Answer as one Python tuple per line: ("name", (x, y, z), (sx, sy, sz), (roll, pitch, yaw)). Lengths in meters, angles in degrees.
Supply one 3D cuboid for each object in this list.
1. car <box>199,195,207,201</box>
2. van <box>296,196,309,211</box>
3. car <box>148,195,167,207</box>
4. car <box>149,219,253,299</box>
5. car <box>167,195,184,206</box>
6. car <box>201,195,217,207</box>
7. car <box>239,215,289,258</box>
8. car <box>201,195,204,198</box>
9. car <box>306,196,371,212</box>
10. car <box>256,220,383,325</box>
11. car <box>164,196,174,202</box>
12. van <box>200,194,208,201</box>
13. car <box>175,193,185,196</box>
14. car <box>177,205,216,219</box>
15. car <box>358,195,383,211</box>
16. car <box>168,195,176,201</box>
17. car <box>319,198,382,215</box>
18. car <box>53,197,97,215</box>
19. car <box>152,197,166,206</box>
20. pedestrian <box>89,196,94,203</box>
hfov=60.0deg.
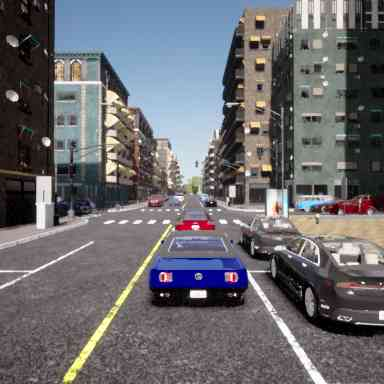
("car", (2.999, 1.582, 89.758), (1.887, 1.381, 4.507), (1, 0, 0))
("van", (13.888, 1.296, 37.544), (3.998, 1.788, 1.690), (0, 0, 1))
("car", (-5.507, 1.334, 50.829), (2.192, 1.841, 5.009), (1, 0, 0))
("car", (0.127, 1.603, 8.386), (1.895, 1.301, 4.718), (0, 0, 0))
("car", (-2.912, 1.567, 54.378), (2.033, 1.411, 5.357), (0, 0, 0))
("car", (2.869, 1.585, 50.761), (1.947, 1.339, 4.313), (1, 0, 0))
("car", (2.872, 1.555, 12.568), (2.008, 1.369, 4.403), (1, 0, 0))
("car", (2.888, 1.603, 56.332), (1.802, 1.307, 4.206), (1, 0, 0))
("car", (15.289, 1.453, 34.946), (5.357, 1.411, 2.033), (0, -1, 1))
("car", (2.854, 1.553, 6.998), (2.008, 1.369, 4.403), (1, 0, 0))
("car", (-5.418, 1.597, 78.684), (1.947, 1.339, 4.313), (1, 0, 0))
("van", (2.965, 1.373, 78.618), (1.690, 1.788, 3.998), (1, 0, 0))
("car", (-2.767, 1.253, 70.101), (2.150, 2.045, 5.566), (0, 0, 0))
("car", (0.152, 1.570, 17.249), (1.994, 1.385, 4.181), (0, 0, 0))
("car", (19.415, 1.228, 37.487), (5.009, 1.841, 2.192), (0, 0, 1))
("car", (-5.381, 1.603, 89.826), (1.947, 1.339, 4.313), (1, 0, 0))
("car", (13.800, 1.413, 29.163), (4.206, 1.307, 1.802), (0, 0, 1))
("car", (-12.576, 1.479, 35.382), (4.553, 1.767, 2.097), (0, -1, -6))
("car", (-5.492, 1.566, 56.400), (1.887, 1.381, 4.507), (1, 0, 0))
("pedestrian", (-12.393, 1.347, 40.777), (0.375, 1.860, 0.375), (0, 0, 1))
